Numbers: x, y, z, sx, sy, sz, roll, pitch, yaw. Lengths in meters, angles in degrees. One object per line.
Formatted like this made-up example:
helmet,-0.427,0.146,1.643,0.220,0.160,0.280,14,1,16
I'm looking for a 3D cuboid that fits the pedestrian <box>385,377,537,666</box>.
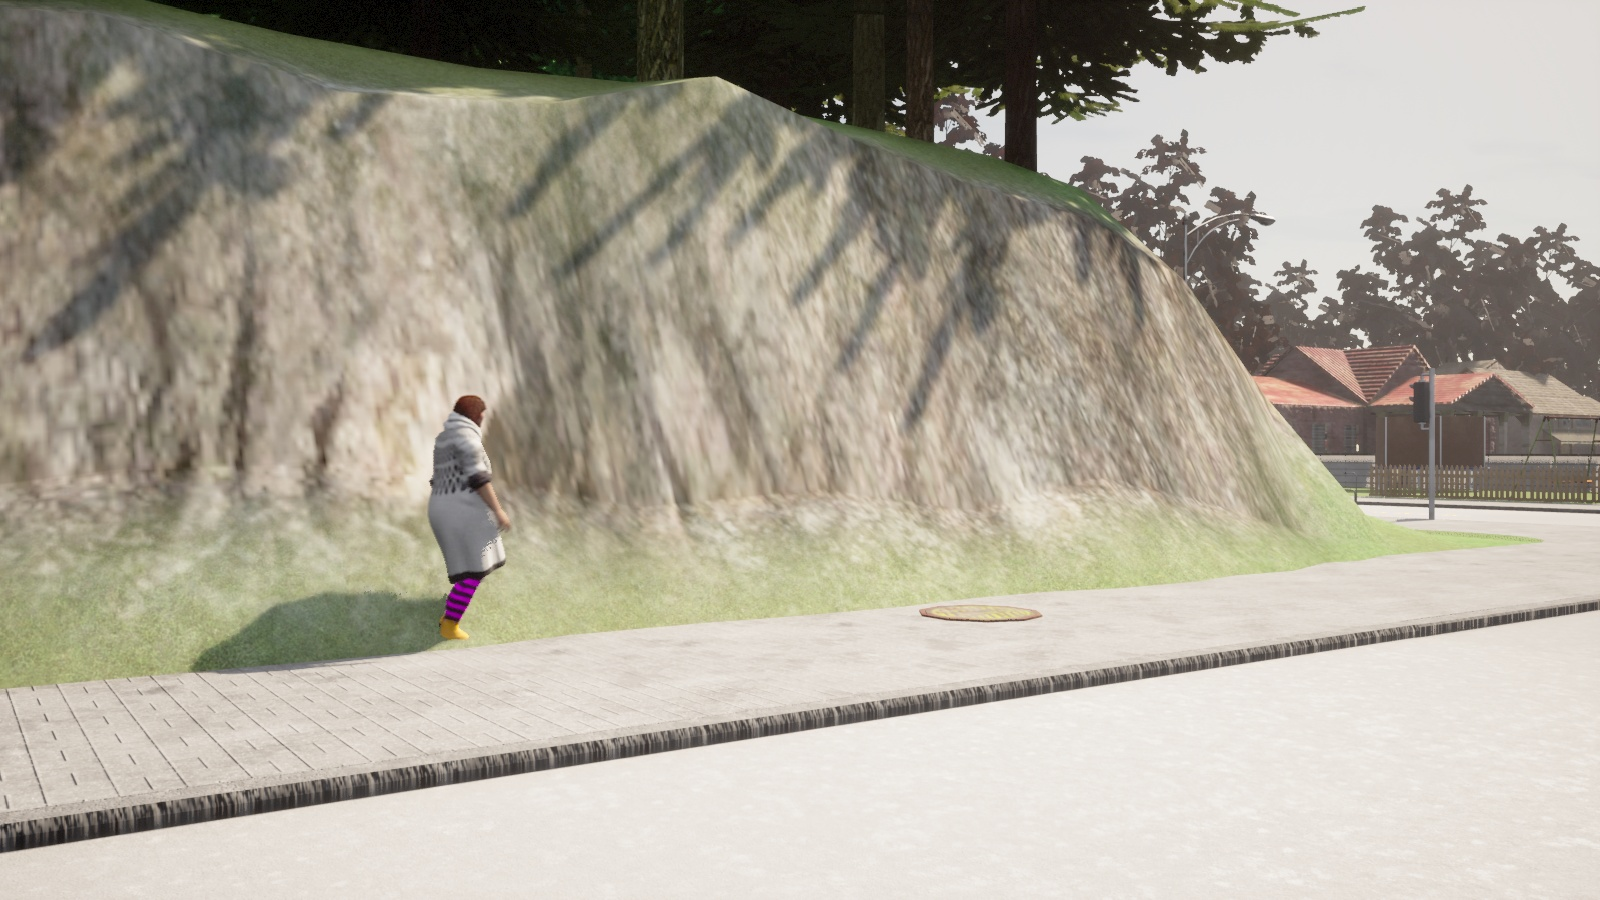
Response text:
pedestrian,-2.431,0.482,9.004,0.873,1.952,0.659,0,0,-35
